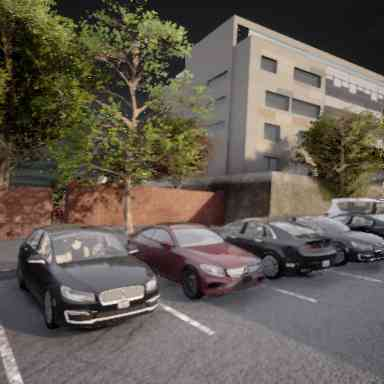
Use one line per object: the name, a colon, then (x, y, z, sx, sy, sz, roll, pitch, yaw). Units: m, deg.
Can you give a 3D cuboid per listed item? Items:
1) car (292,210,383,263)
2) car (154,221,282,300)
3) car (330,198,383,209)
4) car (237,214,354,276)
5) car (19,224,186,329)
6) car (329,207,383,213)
car: (4.357, 1.557, 12.057, 2.231, 1.521, 4.892, 0, 0, -35)
car: (-0.197, 1.556, 8.818, 2.002, 1.452, 4.674, 0, 0, -35)
car: (8.934, 1.344, 15.264, 2.435, 2.045, 5.566, 0, 0, -35)
car: (1.985, 1.536, 10.357, 2.231, 1.521, 4.892, 1, 0, -35)
car: (-2.474, 1.497, 7.206, 2.231, 1.521, 4.892, 1, 0, -35)
car: (6.641, 1.575, 13.664, 2.097, 1.535, 5.008, 1, 0, -35)
